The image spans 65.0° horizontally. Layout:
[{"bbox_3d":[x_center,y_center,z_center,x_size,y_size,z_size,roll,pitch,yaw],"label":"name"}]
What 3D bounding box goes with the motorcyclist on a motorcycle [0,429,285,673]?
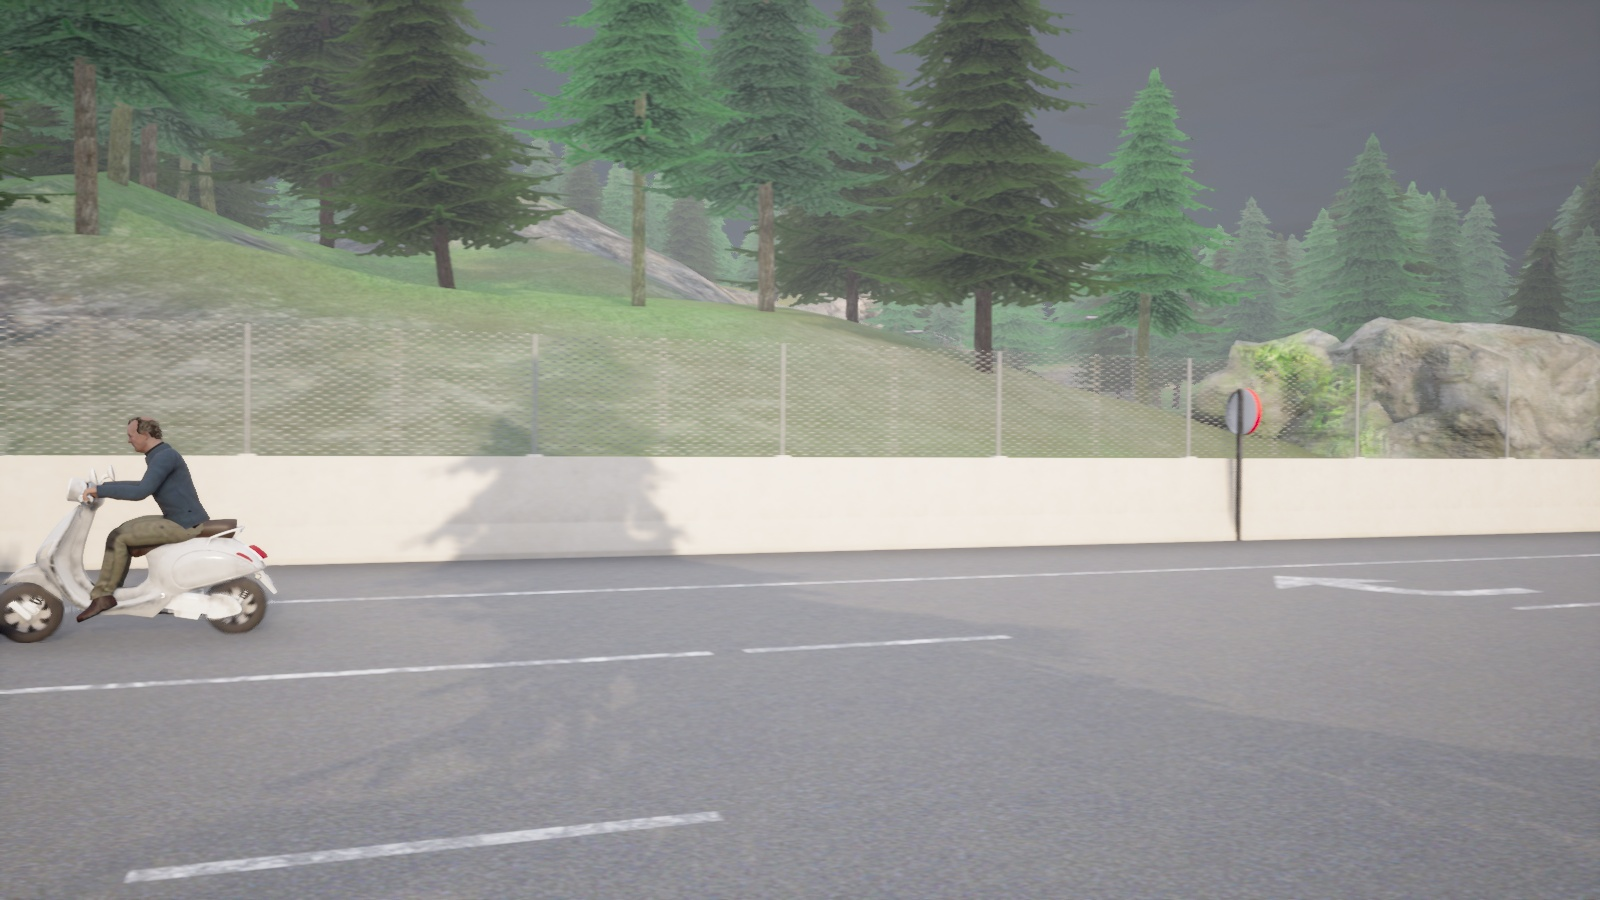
[{"bbox_3d":[-4.676,0.656,8.950,1.817,1.590,0.866,-1,1,-21],"label":"motorcyclist on a motorcycle"}]
